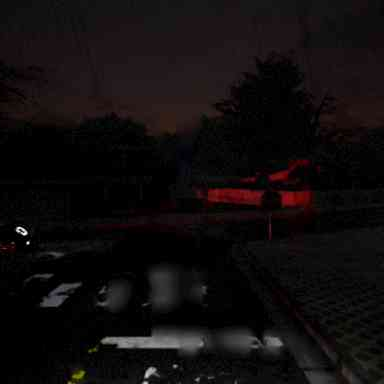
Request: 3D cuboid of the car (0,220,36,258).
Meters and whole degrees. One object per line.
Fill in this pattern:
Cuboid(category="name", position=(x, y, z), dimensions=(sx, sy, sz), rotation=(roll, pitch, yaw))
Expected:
Cuboid(category="car", position=(-8.211, 1.396, 12.136), dimensions=(4.553, 1.767, 2.097), rotation=(0, 3, -22))
